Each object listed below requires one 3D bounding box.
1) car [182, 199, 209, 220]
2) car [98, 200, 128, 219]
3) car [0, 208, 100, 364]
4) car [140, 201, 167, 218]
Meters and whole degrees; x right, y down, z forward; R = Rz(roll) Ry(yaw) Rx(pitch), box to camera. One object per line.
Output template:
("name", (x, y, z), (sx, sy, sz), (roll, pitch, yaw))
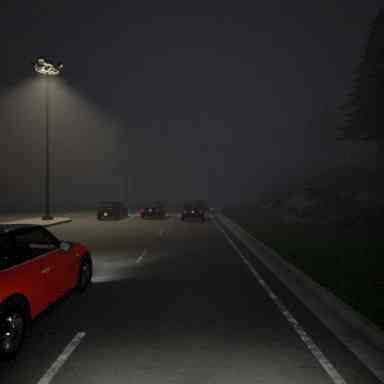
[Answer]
("car", (0.105, 1.547, 27.631), (2.033, 1.411, 5.357), (0, 0, 1))
("car", (-6.870, 1.507, 29.052), (1.837, 1.490, 4.892), (0, 1, 1))
("car", (-3.402, 1.353, 6.009), (2.097, 1.767, 4.553), (0, 0, 0))
("car", (-3.372, 1.547, 29.633), (2.033, 1.411, 5.357), (0, 0, 1))
